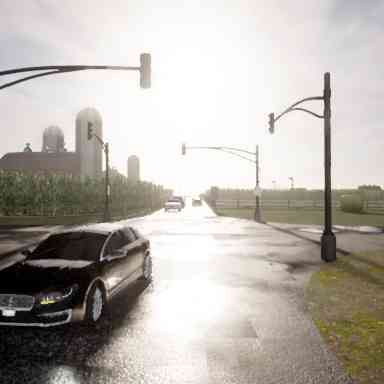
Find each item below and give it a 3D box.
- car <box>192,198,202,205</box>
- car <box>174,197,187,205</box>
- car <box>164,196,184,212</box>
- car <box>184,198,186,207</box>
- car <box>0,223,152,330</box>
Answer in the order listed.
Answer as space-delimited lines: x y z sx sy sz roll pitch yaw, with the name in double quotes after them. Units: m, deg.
0.921 1.677 60.976 1.895 1.301 4.718 0 0 0 "car"
-2.002 1.621 60.134 2.033 1.411 5.357 0 0 1 "car"
-2.232 1.565 40.126 1.812 1.442 4.674 0 0 1 "car"
-2.129 1.406 49.953 2.097 1.767 4.553 0 0 1 "car"
-2.260 1.507 7.230 1.837 1.490 4.892 -1 0 10 "car"
